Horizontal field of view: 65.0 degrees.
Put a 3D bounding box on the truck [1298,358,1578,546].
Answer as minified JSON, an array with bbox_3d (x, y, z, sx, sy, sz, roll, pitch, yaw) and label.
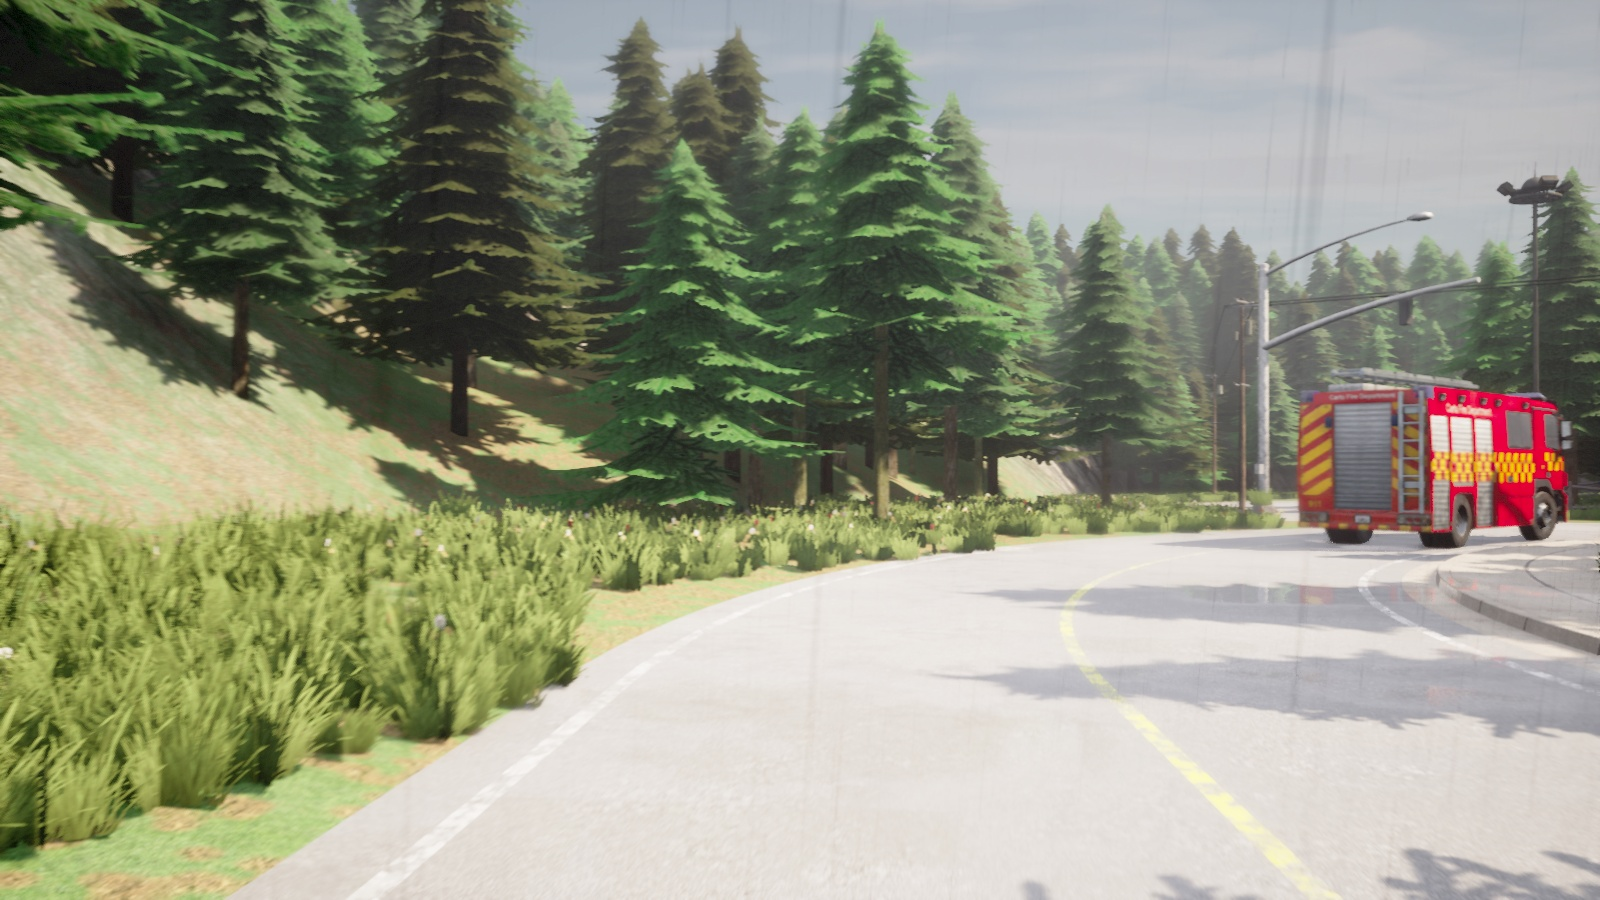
[{"bbox_3d":[15.096,0.100,29.335,8.468,3.827,2.891,1,-1,-42],"label":"truck"}]
